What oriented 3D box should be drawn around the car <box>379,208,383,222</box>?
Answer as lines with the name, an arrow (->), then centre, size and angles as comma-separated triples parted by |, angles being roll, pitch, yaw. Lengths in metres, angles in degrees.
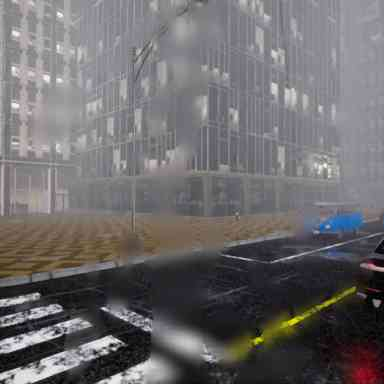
car -> 15.669, 1.610, 25.173 | 4.507, 1.381, 1.887 | 0, 0, -44

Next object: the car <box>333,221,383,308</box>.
car -> 5.073, 1.503, 6.937 | 4.902, 1.511, 2.128 | 0, 0, -44

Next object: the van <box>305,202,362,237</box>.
van -> 7.433, 1.395, 17.324 | 3.998, 1.788, 1.690 | 0, 0, -44
